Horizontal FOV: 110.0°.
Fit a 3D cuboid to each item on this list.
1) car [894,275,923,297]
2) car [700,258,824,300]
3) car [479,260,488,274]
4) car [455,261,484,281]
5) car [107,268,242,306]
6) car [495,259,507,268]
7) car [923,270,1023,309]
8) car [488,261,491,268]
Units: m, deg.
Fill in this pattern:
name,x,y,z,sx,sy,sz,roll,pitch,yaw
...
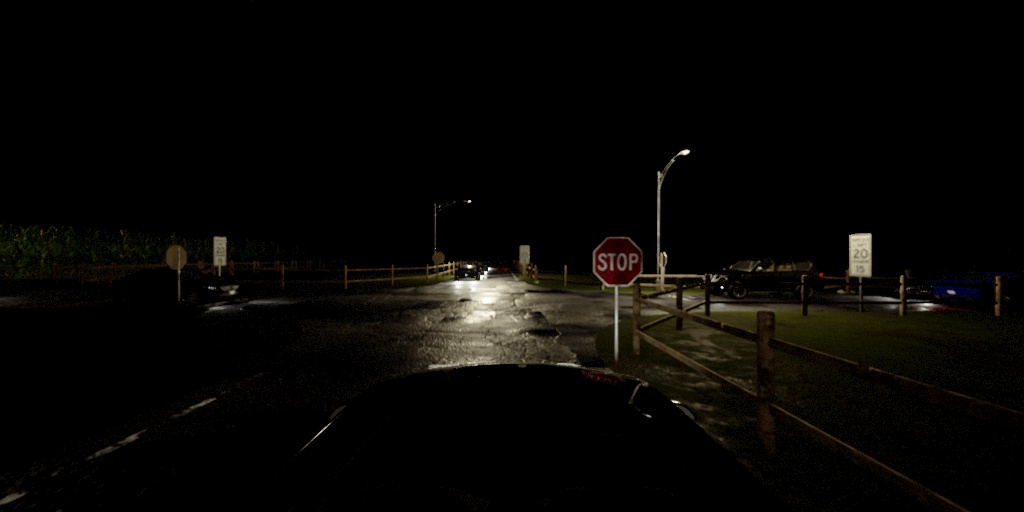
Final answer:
name,x,y,z,sx,sy,sz,roll,pitch,yaw
car,22.990,1.497,18.753,4.892,1.490,1.837,1,0,-1
car,12.833,1.128,18.536,5.566,2.045,2.150,0,0,0
car,-4.088,1.354,40.605,1.837,1.490,4.892,0,0,-2
car,-3.789,1.389,31.348,1.994,1.385,4.181,0,0,-1
car,-13.904,1.223,14.880,4.674,1.442,1.812,0,0,1
car,-1.961,1.253,62.838,2.097,1.767,4.553,0,0,-2
car,21.762,1.459,15.798,5.008,1.535,1.882,1,0,-1
car,-4.424,1.380,51.437,1.837,1.490,4.892,0,0,-2
